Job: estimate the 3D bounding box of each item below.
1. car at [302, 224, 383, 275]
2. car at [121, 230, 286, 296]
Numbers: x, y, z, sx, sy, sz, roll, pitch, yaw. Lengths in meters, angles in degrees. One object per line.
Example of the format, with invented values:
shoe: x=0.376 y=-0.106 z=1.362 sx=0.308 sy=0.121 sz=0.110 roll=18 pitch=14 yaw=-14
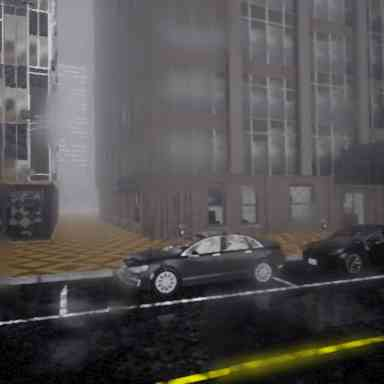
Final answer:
car: x=5.669 y=1.736 z=10.817 sx=4.313 sy=1.339 sz=1.947 roll=0 pitch=-2 yaw=-21
car: x=0.360 y=1.716 z=8.789 sx=4.403 sy=1.369 sz=2.008 roll=0 pitch=-2 yaw=-21
